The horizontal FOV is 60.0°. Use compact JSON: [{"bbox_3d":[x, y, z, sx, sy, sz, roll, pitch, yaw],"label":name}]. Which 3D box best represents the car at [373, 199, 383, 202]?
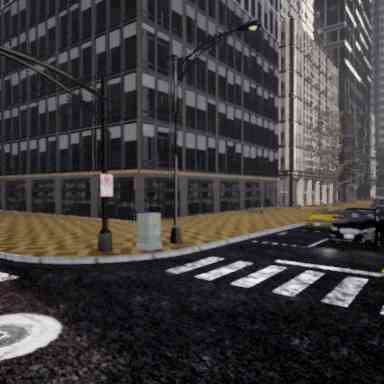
[{"bbox_3d":[21.912,1.495,38.635,1.947,1.339,4.313,0,0,37],"label":"car"}]

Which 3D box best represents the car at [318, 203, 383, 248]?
[{"bbox_3d":[7.573,1.460,14.942,2.128,1.511,4.902,0,0,37],"label":"car"}]

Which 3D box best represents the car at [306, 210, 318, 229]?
[{"bbox_3d":[8.374,1.475,20.385,1.752,1.417,4.829,0,0,37],"label":"car"}]
